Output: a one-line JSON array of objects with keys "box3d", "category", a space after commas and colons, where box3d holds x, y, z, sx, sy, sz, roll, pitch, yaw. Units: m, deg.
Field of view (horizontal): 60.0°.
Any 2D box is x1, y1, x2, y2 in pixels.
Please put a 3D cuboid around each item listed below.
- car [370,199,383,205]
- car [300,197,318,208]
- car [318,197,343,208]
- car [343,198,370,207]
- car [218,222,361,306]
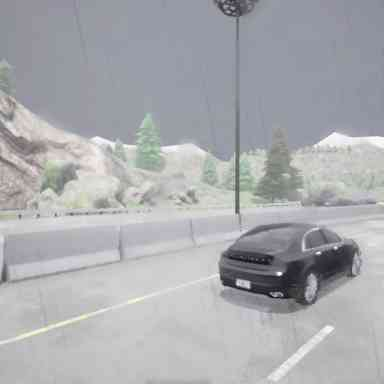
[{"box3d": [24.307, 1.502, 40.599, 5.008, 1.535, 1.882, 0, 0, -33], "category": "car"}, {"box3d": [18.110, 1.519, 49.092, 4.892, 1.490, 1.837, 1, 0, -33], "category": "car"}, {"box3d": [20.382, 1.509, 46.396, 4.902, 1.511, 2.128, 0, 0, -33], "category": "car"}, {"box3d": [22.703, 1.567, 43.732, 5.357, 1.411, 2.033, 0, 0, -33], "category": "car"}, {"box3d": [2.605, 1.506, 8.174, 1.837, 1.490, 4.892, 0, 0, 42], "category": "car"}]
